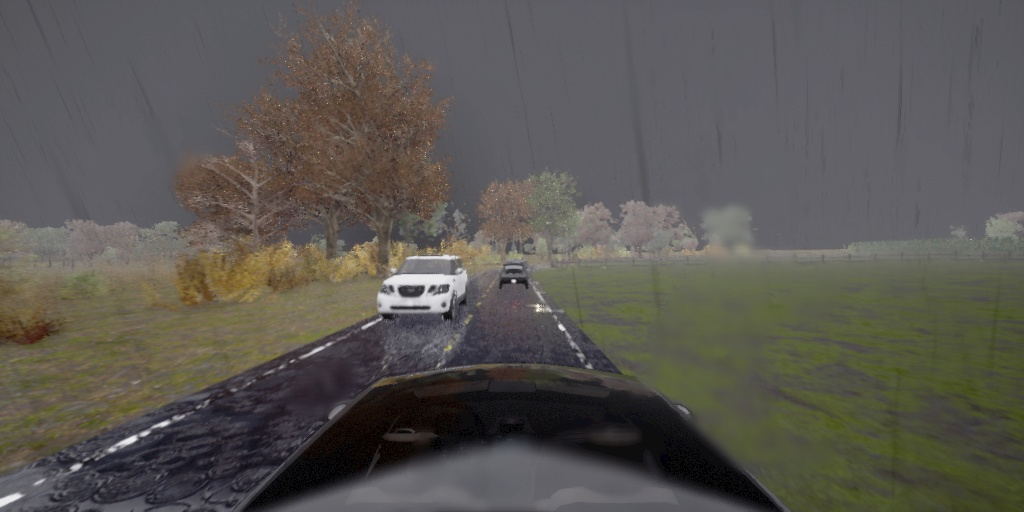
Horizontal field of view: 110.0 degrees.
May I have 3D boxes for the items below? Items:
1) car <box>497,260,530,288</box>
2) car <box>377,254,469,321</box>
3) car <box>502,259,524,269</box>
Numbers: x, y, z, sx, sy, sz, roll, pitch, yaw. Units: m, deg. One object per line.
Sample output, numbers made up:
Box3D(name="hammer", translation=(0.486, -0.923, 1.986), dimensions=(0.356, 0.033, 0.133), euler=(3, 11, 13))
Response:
Box3D(name="car", translation=(0.106, 1.219, 23.377), dimensions=(1.837, 1.490, 4.892), euler=(0, 0, 0))
Box3D(name="car", translation=(-2.850, 0.959, 12.779), dimensions=(2.150, 2.045, 5.566), euler=(0, 0, 0))
Box3D(name="car", translation=(0.176, 1.141, 54.107), dimensions=(2.033, 1.411, 5.357), euler=(0, 0, 15))
